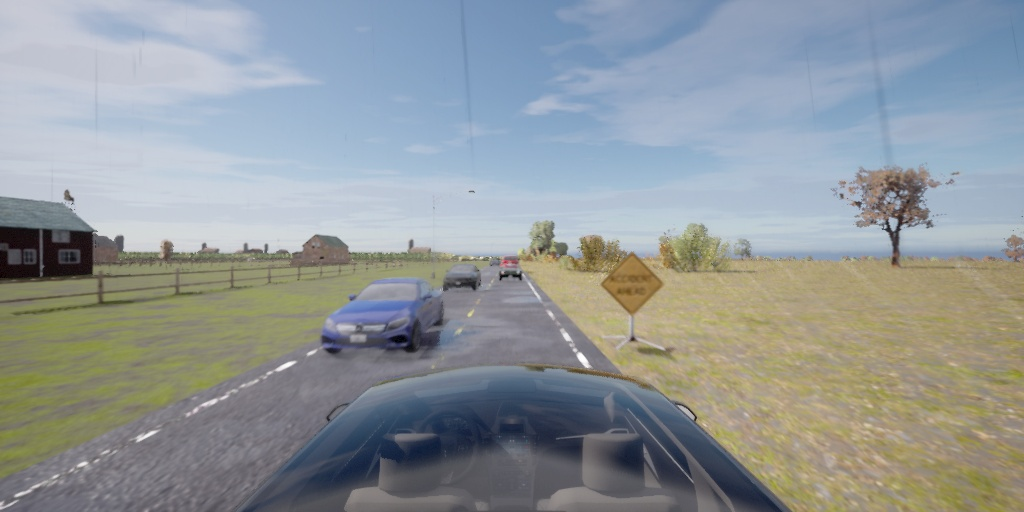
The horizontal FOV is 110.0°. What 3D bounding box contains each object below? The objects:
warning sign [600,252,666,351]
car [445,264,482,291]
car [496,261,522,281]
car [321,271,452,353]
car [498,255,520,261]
[{"bbox_3d":[2.429,0.848,7.273,1.300,1.860,1.060,0,0,0],"label":"warning sign"},{"bbox_3d":[-2.953,1.222,22.159,1.882,1.535,5.008,0,0,0],"label":"car"},{"bbox_3d":[-0.110,1.325,30.154,1.895,1.301,4.718,0,0,0],"label":"car"},{"bbox_3d":[-2.885,1.282,9.018,1.812,1.442,4.674,0,0,0],"label":"car"},{"bbox_3d":[-0.209,0.951,44.929,2.150,2.045,5.566,0,0,0],"label":"car"}]
